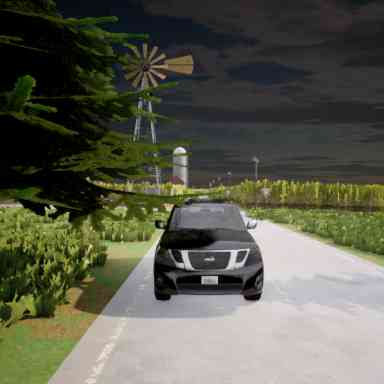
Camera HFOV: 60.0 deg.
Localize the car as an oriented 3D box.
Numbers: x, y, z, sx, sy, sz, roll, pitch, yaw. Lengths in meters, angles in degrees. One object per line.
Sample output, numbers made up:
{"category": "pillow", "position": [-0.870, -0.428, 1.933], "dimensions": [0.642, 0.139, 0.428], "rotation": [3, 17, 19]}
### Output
{"category": "car", "position": [0.334, 1.221, 8.702], "dimensions": [2.150, 2.045, 5.566], "rotation": [0, 0, 0]}
